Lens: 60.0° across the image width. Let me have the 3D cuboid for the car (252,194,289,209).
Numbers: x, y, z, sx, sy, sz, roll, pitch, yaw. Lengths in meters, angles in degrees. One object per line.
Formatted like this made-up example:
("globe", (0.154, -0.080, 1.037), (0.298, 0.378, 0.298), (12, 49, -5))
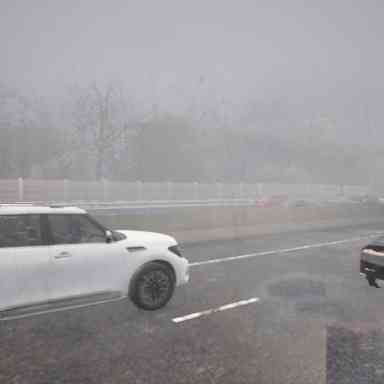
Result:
("car", (9.895, 1.249, 41.121), (5.566, 2.045, 2.150), (0, 0, -35))

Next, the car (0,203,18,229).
("car", (-13.496, 1.478, 20.160), (5.008, 1.535, 1.882), (0, 0, -35))

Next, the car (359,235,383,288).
("car", (5.957, 1.496, 7.991), (4.902, 1.511, 2.128), (0, 0, -35))

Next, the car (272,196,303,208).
("car", (11.815, 1.533, 38.190), (4.892, 1.490, 1.837), (0, 0, -35))

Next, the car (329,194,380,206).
("car", (16.410, 1.250, 32.870), (5.566, 2.045, 2.150), (0, 0, -35))

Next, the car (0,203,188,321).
("car", (-2.735, 1.222, 6.093), (5.566, 2.045, 2.150), (0, 0, -35))

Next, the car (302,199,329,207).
("car", (14.184, 1.593, 35.580), (4.181, 1.385, 1.994), (0, 0, -35))
